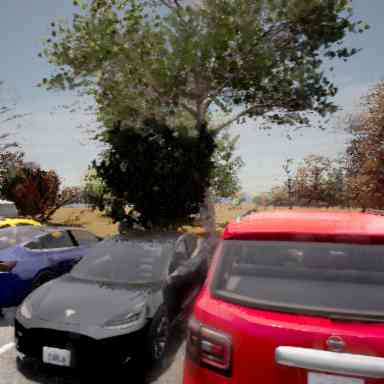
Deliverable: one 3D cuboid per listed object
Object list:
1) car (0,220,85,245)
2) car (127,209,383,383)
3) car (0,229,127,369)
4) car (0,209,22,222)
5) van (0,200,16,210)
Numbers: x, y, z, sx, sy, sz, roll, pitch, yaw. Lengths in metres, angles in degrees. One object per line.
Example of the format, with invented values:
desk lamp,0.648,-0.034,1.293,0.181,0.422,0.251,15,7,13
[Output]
car,-3.303,1.513,7.919,2.163,1.488,4.792,0,-1,16
car,1.530,1.235,4.445,2.435,2.045,5.566,0,-1,16
car,-0.896,1.513,6.121,2.163,1.488,4.792,1,-1,16
car,-5.771,1.476,9.448,1.946,1.575,5.366,1,-1,16
van,-8.162,1.252,11.258,1.878,1.987,4.442,1,-1,16
